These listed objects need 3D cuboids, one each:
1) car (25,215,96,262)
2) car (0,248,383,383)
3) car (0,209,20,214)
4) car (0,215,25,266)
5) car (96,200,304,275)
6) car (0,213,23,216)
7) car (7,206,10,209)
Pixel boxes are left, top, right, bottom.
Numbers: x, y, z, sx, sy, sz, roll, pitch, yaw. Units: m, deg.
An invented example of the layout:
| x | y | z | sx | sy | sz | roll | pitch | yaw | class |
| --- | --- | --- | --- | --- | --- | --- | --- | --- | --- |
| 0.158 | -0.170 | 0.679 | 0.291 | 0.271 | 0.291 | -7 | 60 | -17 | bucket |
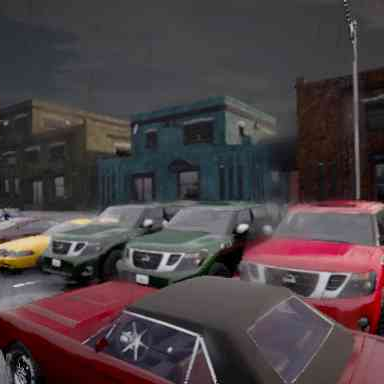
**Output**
| x | y | z | sx | sy | sz | roll | pitch | yaw | class |
| --- | --- | --- | --- | --- | --- | --- | --- | --- | --- |
| -1.573 | 1.310 | 10.043 | 2.435 | 2.045 | 5.566 | -1 | -1 | 35 | car |
| -0.093 | 1.619 | 3.444 | 4.718 | 1.301 | 1.895 | -1 | 0 | 36 | car |
| -8.284 | 1.709 | 14.859 | 2.097 | 1.535 | 5.008 | -1 | -1 | 35 | car |
| -3.902 | 1.600 | 11.511 | 1.946 | 1.575 | 5.366 | -1 | -1 | 35 | car |
| 0.671 | 1.271 | 8.441 | 2.435 | 2.045 | 5.566 | -1 | -1 | 36 | car |
| -6.039 | 1.695 | 13.261 | 2.002 | 1.452 | 4.674 | -1 | -1 | 35 | car |
| -10.509 | 1.641 | 16.491 | 2.185 | 1.767 | 4.553 | -1 | -1 | 35 | car |
